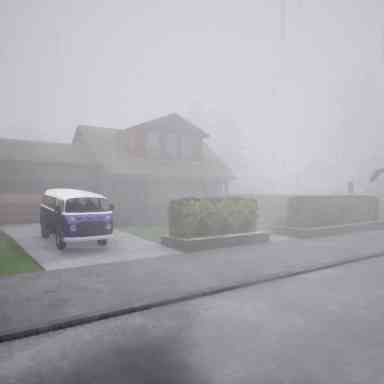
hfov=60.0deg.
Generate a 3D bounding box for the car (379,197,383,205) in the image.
[{"bbox_3d":[24.718,0.985,41.453,3.866,1.878,1.905,0,0,0],"label":"car"}]
